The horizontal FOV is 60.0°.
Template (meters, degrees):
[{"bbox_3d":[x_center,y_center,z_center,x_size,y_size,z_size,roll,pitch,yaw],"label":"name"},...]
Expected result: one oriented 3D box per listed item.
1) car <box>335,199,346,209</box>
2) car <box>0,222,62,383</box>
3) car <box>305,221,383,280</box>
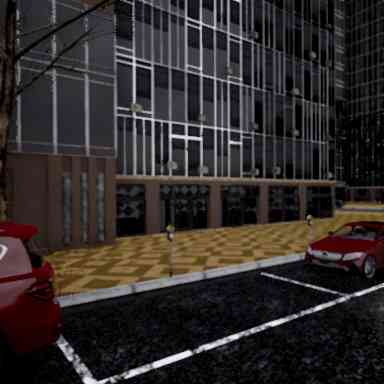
[{"bbox_3d":[20.404,1.702,49.133,2.008,1.369,4.403,-1,0,-36],"label":"car"},{"bbox_3d":[-3.938,1.321,3.284,5.009,1.841,2.192,0,0,-36],"label":"car"},{"bbox_3d":[5.100,1.539,9.759,4.206,1.307,1.802,0,0,-36],"label":"car"}]
